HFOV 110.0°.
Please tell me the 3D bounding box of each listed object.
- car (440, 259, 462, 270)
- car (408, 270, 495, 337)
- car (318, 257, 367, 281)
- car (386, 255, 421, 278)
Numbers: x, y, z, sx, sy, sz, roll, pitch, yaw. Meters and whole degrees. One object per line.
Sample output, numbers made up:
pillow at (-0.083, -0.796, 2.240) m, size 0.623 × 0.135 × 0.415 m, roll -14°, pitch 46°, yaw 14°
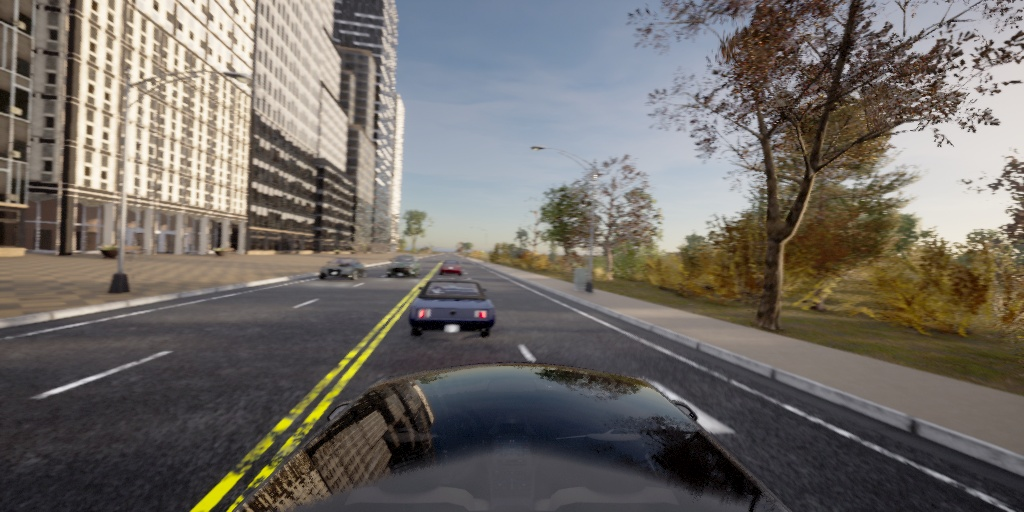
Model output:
car at (-5.770, 1.010, 33.847) m, size 1.994 × 1.385 × 4.181 m, roll 3°, pitch 0°, yaw -10°
car at (-1.657, 1.264, 9.957) m, size 1.895 × 1.301 × 4.718 m, roll 3°, pitch 0°, yaw -10°
car at (-10.656, 0.788, 22.842) m, size 1.994 × 1.385 × 4.181 m, roll 3°, pitch 0°, yaw -10°
car at (-8.095, 0.693, 27.176) m, size 2.097 × 1.767 × 4.553 m, roll 3°, pitch 0°, yaw -10°
